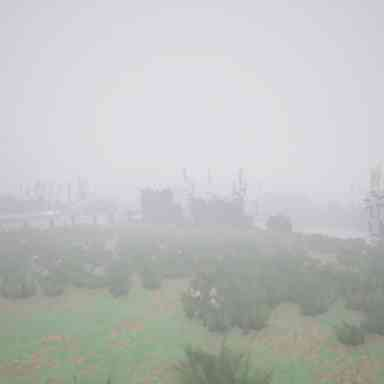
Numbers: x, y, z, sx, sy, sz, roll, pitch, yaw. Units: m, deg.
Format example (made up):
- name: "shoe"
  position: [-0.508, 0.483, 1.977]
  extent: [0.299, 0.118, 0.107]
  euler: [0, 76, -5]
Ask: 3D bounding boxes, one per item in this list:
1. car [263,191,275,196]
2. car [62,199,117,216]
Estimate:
- name: "car"
  position: [11.793, 0.973, 46.414]
  extent: [2.150, 2.045, 5.566]
  euler: [-1, -3, 44]
- name: "car"
  position: [-8.913, 1.400, 29.295]
  extent: [1.837, 1.490, 4.892]
  euler: [-1, 2, 41]
